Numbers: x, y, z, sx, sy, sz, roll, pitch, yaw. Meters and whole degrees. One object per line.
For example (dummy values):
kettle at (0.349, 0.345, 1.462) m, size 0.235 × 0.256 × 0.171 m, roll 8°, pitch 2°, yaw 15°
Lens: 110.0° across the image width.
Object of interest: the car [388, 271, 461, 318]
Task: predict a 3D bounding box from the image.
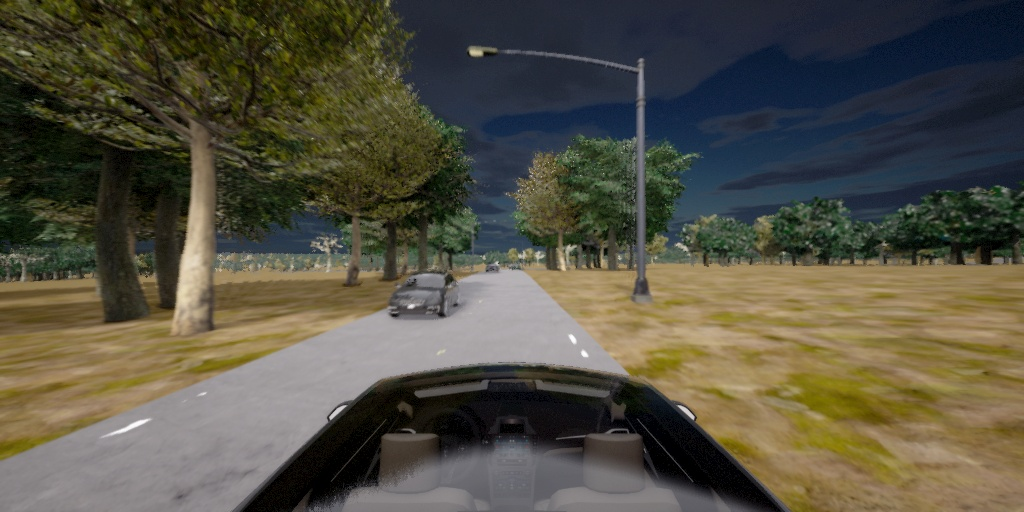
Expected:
car at (-3.091, 1.338, 13.469) m, size 1.837 × 1.490 × 4.892 m, roll 0°, pitch -1°, yaw 0°

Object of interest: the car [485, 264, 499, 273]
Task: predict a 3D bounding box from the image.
car at (-3.013, 1.870, 55.162) m, size 1.994 × 1.385 × 4.181 m, roll 0°, pitch -1°, yaw 1°
